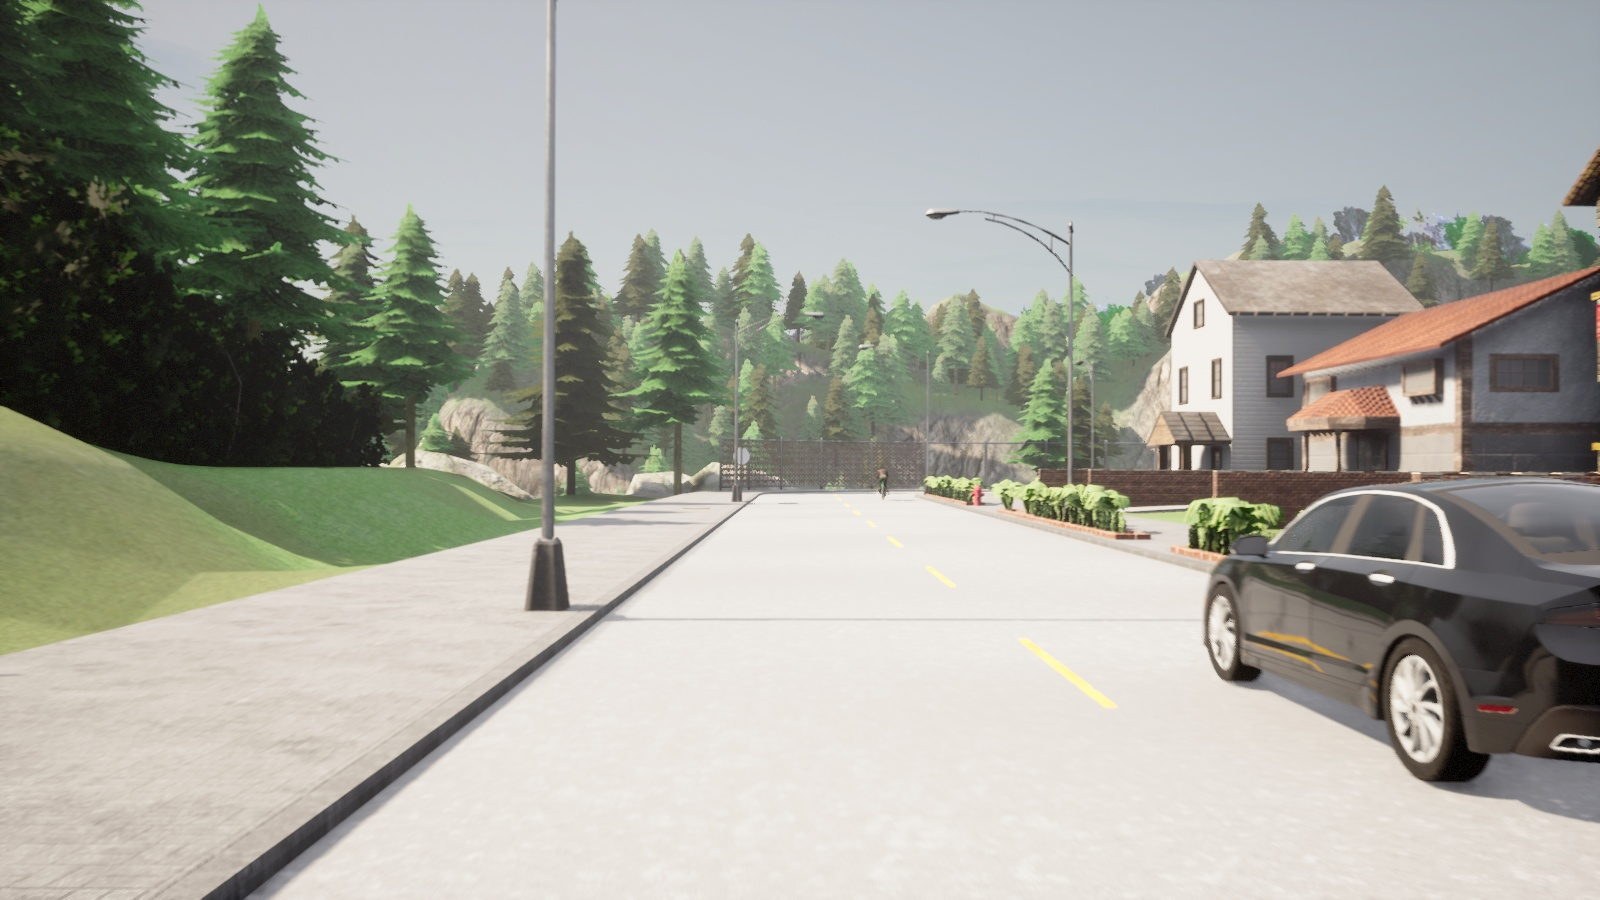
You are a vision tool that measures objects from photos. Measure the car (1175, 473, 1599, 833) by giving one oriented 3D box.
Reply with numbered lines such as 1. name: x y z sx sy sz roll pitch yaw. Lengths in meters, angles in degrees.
1. car: 3.982 0.901 7.767 1.837 1.490 4.892 0 -1 0
